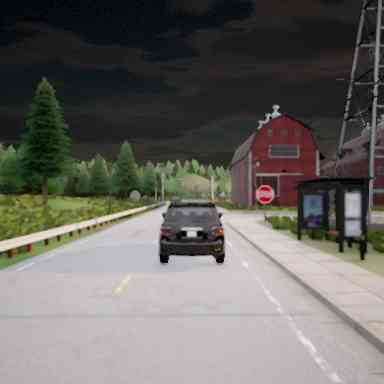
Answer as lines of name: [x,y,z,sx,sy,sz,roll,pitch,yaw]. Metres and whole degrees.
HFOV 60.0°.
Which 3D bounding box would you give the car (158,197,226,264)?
car: [0.005,1.355,12.565,2.150,2.045,5.566,0,0,0]
